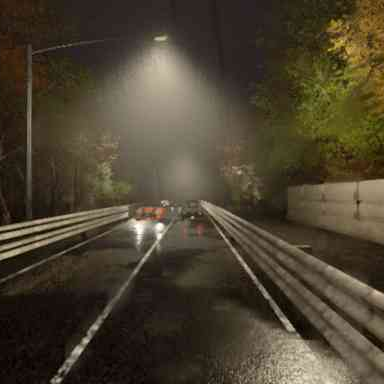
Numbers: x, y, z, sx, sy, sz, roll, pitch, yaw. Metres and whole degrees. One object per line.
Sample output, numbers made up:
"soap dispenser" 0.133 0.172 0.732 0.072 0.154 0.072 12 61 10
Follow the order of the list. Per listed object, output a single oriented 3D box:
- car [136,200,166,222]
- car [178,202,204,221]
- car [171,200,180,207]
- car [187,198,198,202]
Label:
"car" -3.325 1.490 27.542 2.097 1.767 4.553 0 -1 0
"car" 0.060 1.751 28.649 1.895 1.301 4.718 0 -1 1
"car" -3.193 2.381 68.297 1.812 1.442 4.674 0 -1 0
"car" 0.094 1.694 43.534 2.097 1.767 4.553 -1 -1 0
